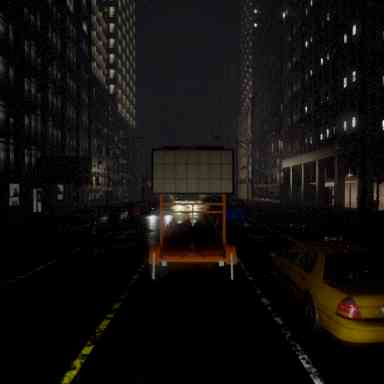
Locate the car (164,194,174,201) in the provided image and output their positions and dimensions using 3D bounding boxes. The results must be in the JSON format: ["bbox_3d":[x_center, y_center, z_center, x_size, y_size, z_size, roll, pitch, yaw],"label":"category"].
[{"bbox_3d":[-5.532,1.420,80.335,1.967,1.590,4.097,-1,0,0],"label":"car"}]

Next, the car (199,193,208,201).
[{"bbox_3d":[2.858,1.293,86.002,2.192,1.841,5.009,-1,0,0],"label":"car"}]

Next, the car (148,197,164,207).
[{"bbox_3d":[-5.591,1.539,51.917,2.008,1.369,4.403,-1,0,0],"label":"car"}]

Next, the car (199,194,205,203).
[{"bbox_3d":[2.814,1.536,63.267,2.008,1.369,4.403,-1,0,0],"label":"car"}]

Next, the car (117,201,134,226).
[{"bbox_3d":[-5.649,1.560,23.499,1.947,1.339,4.313,-1,0,0],"label":"car"}]

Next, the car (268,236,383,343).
[{"bbox_3d":[2.696,1.524,6.600,1.752,1.417,4.829,-1,0,0],"label":"car"}]

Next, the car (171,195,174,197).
[{"bbox_3d":[-5.543,1.564,74.651,1.802,1.307,4.206,-1,0,0],"label":"car"}]

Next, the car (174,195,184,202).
[{"bbox_3d":[-2.837,1.486,78.378,1.837,1.490,4.892,0,0,0],"label":"car"}]

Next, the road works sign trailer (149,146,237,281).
[{"bbox_3d":[0.025,0.462,9.840,2.380,3.560,2.880,0,0,0],"label":"road works sign trailer"}]

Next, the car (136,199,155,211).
[{"bbox_3d":[-5.614,1.573,40.550,1.802,1.307,4.206,-1,0,0],"label":"car"}]

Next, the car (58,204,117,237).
[{"bbox_3d":[-5.661,1.547,17.815,2.008,1.369,4.403,-1,0,0],"label":"car"}]

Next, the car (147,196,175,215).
[{"bbox_3d":[-3.031,1.497,33.457,1.837,1.490,4.892,0,0,0],"label":"car"}]

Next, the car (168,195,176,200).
[{"bbox_3d":[-5.508,1.502,91.533,1.752,1.417,4.829,-1,0,0],"label":"car"}]

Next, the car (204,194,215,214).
[{"bbox_3d":[2.752,1.307,34.849,2.192,1.841,5.009,-1,0,0],"label":"car"}]

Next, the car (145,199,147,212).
[{"bbox_3d":[-5.626,1.543,34.866,2.008,1.369,4.403,-1,0,0],"label":"car"}]

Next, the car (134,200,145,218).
[{"bbox_3d":[-5.637,1.538,29.183,1.887,1.381,4.507,-1,0,0],"label":"car"}]

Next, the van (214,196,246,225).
[{"bbox_3d":[2.729,1.336,23.481,1.690,1.788,3.998,-1,0,0],"label":"van"}]
